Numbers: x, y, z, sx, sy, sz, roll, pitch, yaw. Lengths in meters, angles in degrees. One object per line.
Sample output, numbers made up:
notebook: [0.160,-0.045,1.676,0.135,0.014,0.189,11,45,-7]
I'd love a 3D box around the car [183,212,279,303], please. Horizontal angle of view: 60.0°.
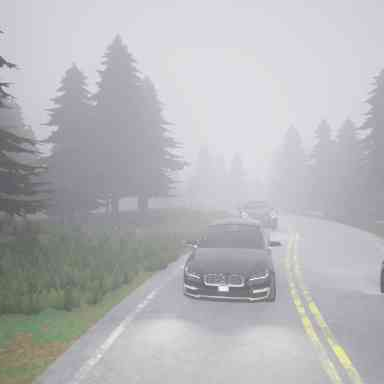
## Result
car: [1.093,1.496,8.415,1.837,1.490,4.892,-1,0,12]

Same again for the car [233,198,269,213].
car: [6.211,1.410,35.736,1.837,1.490,4.892,2,-1,-16]

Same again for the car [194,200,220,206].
car: [1.930,1.799,44.862,1.812,1.442,4.674,3,-5,-35]

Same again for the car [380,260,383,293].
car: [4.495,1.308,4.644,2.097,1.767,4.553,-1,0,8]

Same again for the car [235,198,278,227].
car: [3.881,1.270,20.367,2.097,1.767,4.553,-1,0,5]
